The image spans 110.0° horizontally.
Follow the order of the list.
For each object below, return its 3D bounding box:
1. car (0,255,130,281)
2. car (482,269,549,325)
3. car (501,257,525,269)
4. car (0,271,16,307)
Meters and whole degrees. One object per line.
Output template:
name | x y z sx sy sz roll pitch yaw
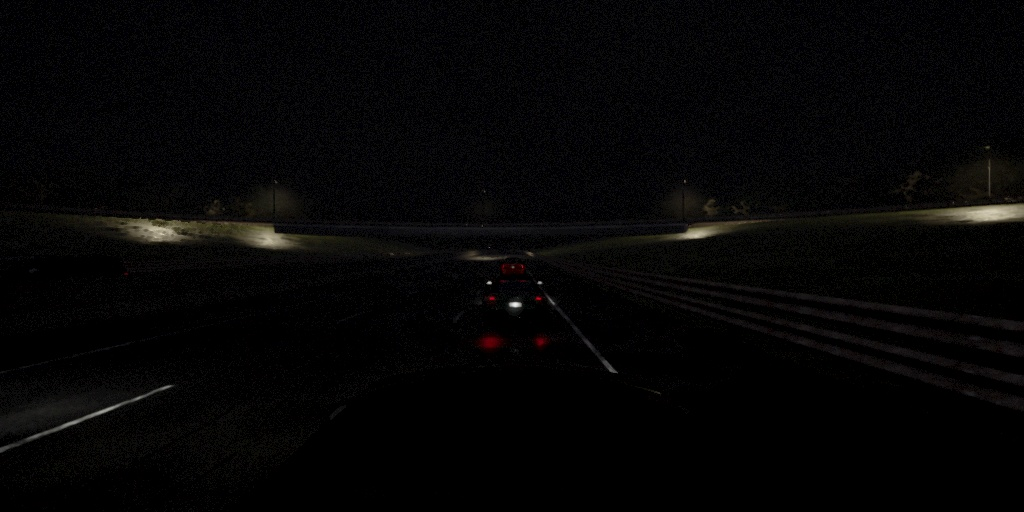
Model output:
car | -17.506 0.998 13.117 2.150 2.045 5.566 0 0 0
car | 0.094 1.306 11.859 1.994 1.385 4.181 0 0 0
car | 0.084 0.876 31.689 2.097 1.767 4.553 0 1 0
car | -21.014 1.304 12.384 1.994 1.385 4.181 0 0 0
